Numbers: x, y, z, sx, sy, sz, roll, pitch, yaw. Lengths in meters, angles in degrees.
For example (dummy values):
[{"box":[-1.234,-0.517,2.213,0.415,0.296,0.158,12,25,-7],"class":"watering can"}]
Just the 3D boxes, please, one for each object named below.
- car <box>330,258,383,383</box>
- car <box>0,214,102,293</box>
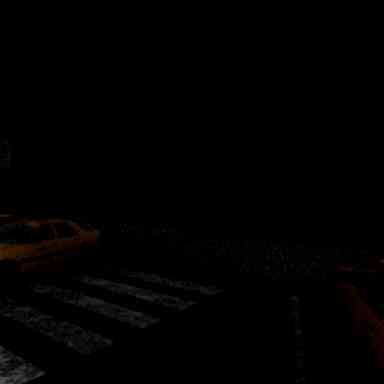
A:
[{"box":[2.950,1.488,4.209,1.946,1.575,5.366,0,-1,15],"class":"car"},{"box":[-4.486,1.429,9.085,1.946,1.575,5.366,1,0,16],"class":"car"}]
